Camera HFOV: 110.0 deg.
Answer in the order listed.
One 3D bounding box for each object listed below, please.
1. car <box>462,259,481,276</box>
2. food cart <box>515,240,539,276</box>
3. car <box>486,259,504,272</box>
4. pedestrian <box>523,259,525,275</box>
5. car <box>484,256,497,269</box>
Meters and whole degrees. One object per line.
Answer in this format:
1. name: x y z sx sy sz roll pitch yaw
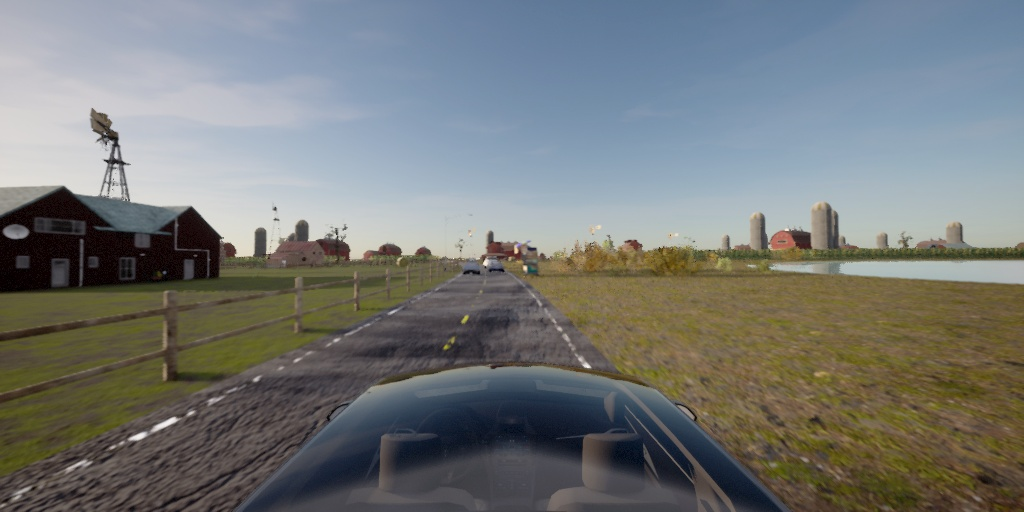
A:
1. car: -4.269 1.358 38.333 2.033 1.411 5.357 0 0 -4
2. food cart: 1.849 0.271 36.845 2.280 3.560 4.660 0 0 -4
3. car: -2.113 1.399 47.476 1.994 1.385 4.181 0 0 -5
4. pedestrian: 1.399 1.096 38.867 0.375 1.860 0.375 1 -1 -2
5. car: -3.602 1.100 61.290 2.150 2.045 5.566 0 0 -7
